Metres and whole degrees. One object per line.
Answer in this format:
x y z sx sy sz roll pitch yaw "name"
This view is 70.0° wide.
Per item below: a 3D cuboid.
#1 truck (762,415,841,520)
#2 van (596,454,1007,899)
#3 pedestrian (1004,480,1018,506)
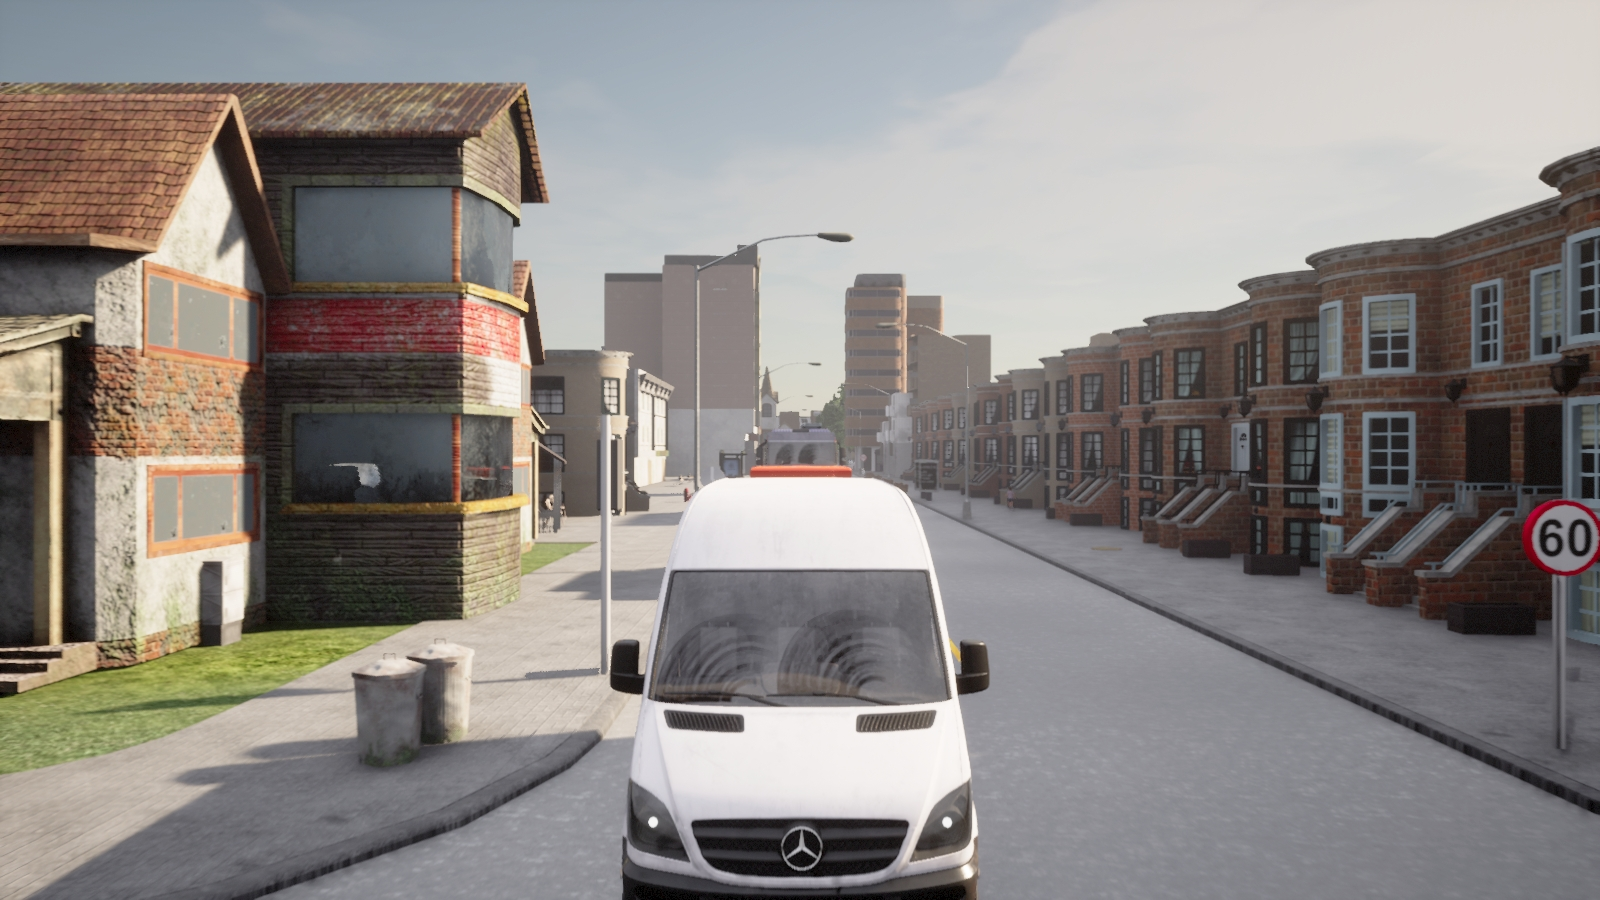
0.027 0.664 45.841 2.891 3.827 8.468 0 -1 0 "truck"
0.005 1.315 8.480 1.988 2.561 5.915 0 0 0 "van"
9.306 1.903 50.413 0.500 1.100 0.500 0 0 -7 "pedestrian"
